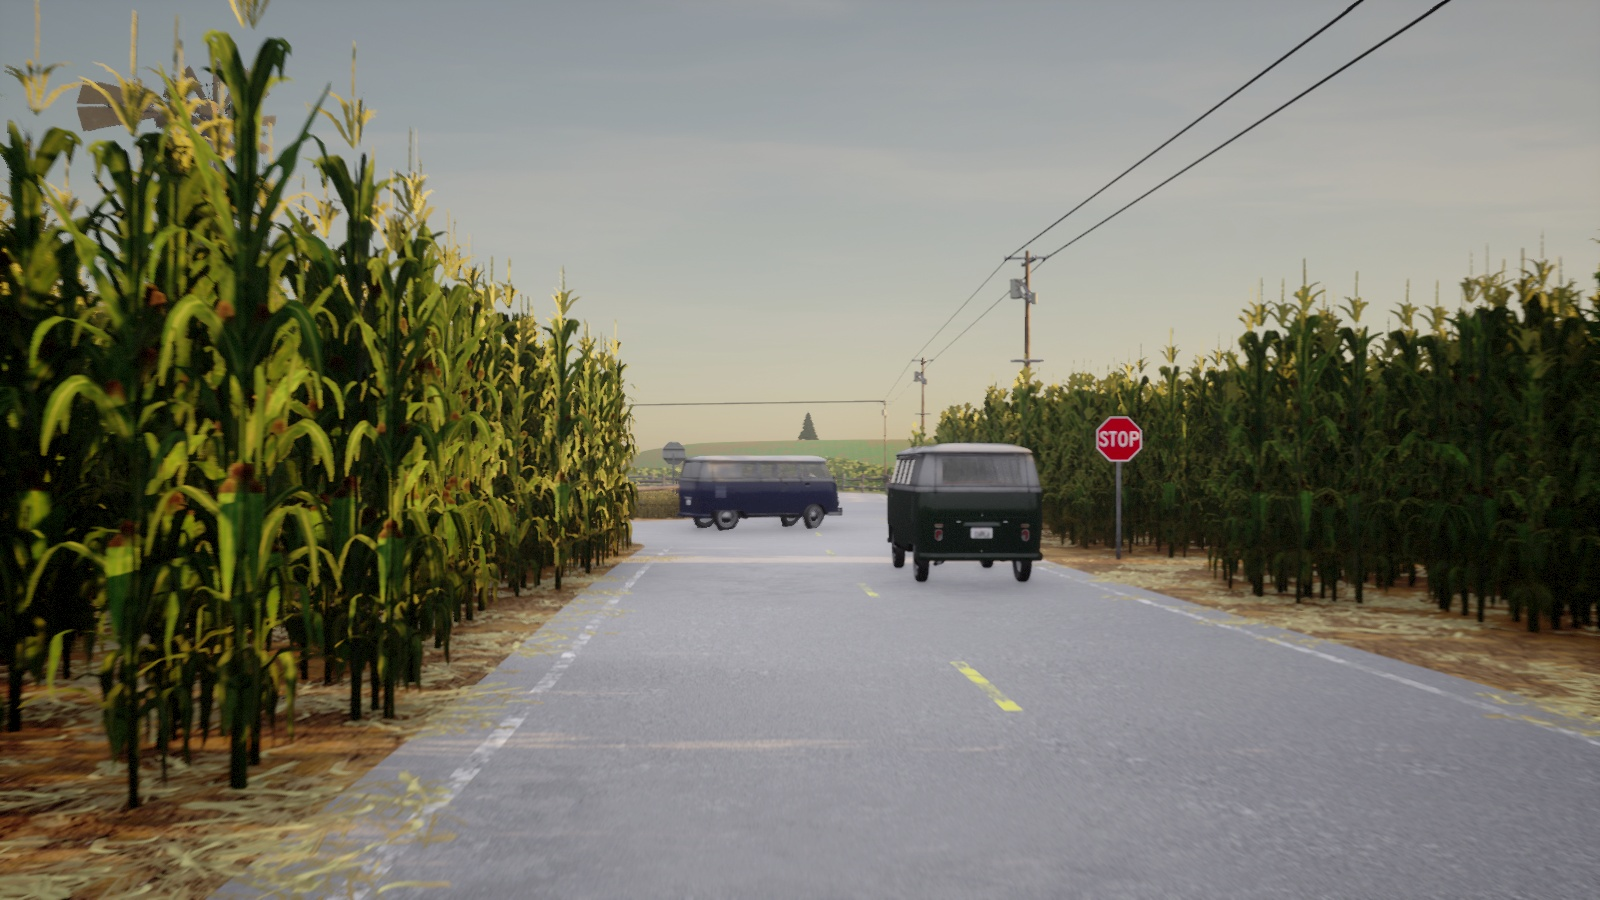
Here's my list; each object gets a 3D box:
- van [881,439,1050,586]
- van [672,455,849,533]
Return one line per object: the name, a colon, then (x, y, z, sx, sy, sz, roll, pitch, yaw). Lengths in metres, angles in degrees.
van: (2.385, 0.879, 19.206, 1.775, 1.987, 4.442, 0, -1, -3)
van: (-1.053, 1.139, 33.902, 4.442, 1.987, 1.775, 0, -1, -27)
